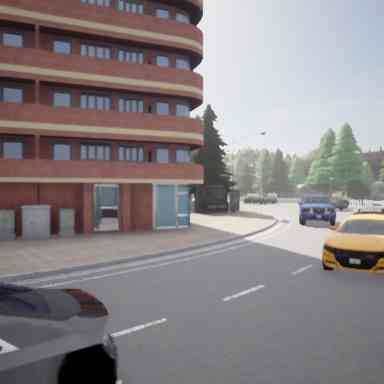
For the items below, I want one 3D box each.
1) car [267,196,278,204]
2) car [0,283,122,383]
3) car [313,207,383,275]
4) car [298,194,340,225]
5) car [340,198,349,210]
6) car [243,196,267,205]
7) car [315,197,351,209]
[{"bbox_3d":[13.576,1.483,61.249,2.033,1.411,5.357,0,0,-20],"label":"car"},{"bbox_3d":[-2.917,1.495,2.181,4.902,1.511,2.128,0,0,-36],"label":"car"},{"bbox_3d":[5.543,1.463,10.342,1.882,1.535,5.008,0,0,36],"label":"car"},{"bbox_3d":[8.755,1.192,23.510,2.150,2.045,5.566,0,0,17],"label":"car"},{"bbox_3d":[16.645,1.495,40.565,2.033,1.411,5.357,0,0,-9],"label":"car"},{"bbox_3d":[10.764,1.446,58.969,1.837,1.490,4.892,0,0,-20],"label":"car"},{"bbox_3d":[19.002,1.419,45.038,1.882,1.535,5.008,0,0,-14],"label":"car"}]
